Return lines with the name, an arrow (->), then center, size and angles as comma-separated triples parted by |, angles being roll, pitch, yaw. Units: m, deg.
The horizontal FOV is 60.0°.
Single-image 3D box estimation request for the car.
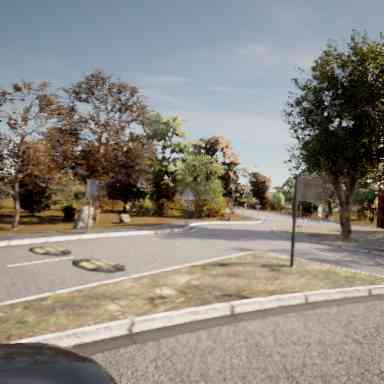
car -> -2.547, 1.498, 1.415 | 4.674, 1.442, 1.812 | 1, 0, -37
